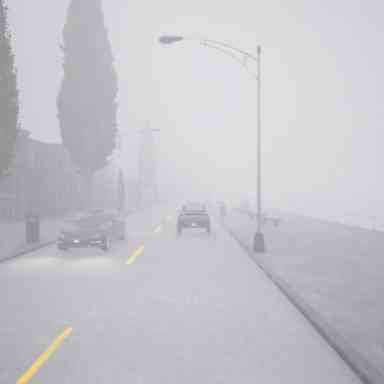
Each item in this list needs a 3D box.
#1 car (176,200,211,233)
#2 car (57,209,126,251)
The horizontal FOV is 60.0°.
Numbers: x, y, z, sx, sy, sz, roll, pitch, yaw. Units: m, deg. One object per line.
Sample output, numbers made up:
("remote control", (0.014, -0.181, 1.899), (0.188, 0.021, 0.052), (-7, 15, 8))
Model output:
("car", (0.101, 1.492, 19.835), (2.128, 1.511, 4.902), (0, 0, 0))
("car", (-4.067, 1.506, 14.161), (1.837, 1.490, 4.892), (0, 0, 0))
